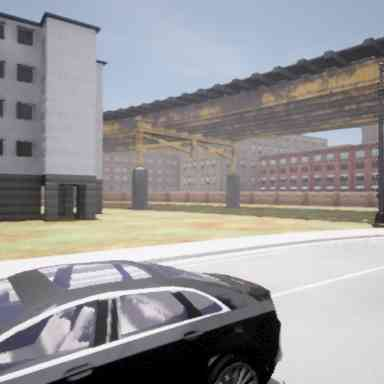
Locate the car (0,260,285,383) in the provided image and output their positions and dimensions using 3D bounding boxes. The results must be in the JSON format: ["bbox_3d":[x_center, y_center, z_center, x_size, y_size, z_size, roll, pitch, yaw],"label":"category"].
[{"bbox_3d":[-1.255,1.496,3.052,4.902,1.511,2.128,1,0,-35],"label":"car"}]
